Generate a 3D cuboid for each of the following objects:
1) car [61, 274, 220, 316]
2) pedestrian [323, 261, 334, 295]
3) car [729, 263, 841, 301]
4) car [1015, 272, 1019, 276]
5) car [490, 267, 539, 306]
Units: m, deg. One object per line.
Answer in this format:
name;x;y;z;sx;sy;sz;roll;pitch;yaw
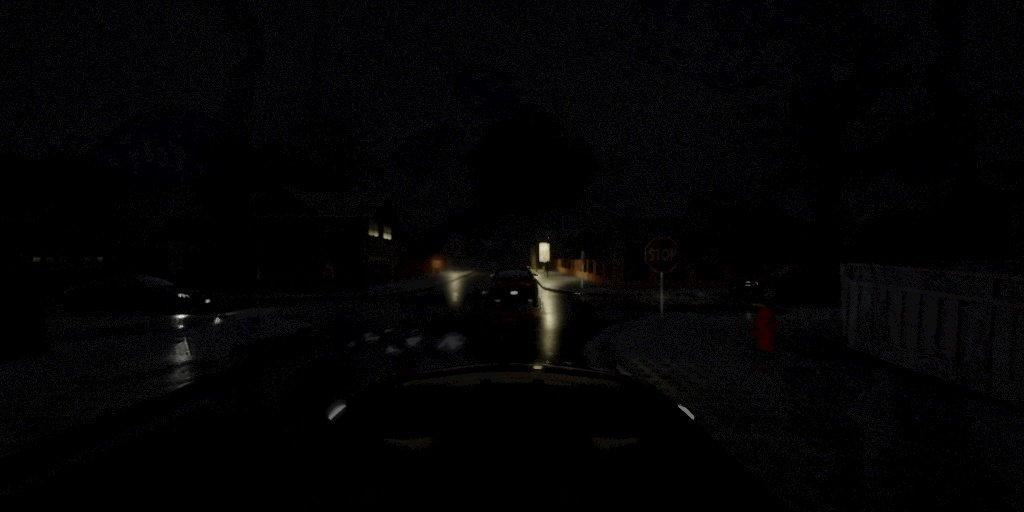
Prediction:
car;-13.304;1.375;12.961;4.674;1.442;1.812;-1;-2;0
pedestrian;-9.671;1.132;18.805;0.375;1.860;0.375;0;-1;1
car;12.181;1.091;15.603;5.008;1.535;1.882;-1;-2;1
car;21.692;1.000;15.479;4.892;1.490;1.837;-1;-2;1
car;0.081;1.203;15.596;1.882;1.535;5.008;-1;0;0
